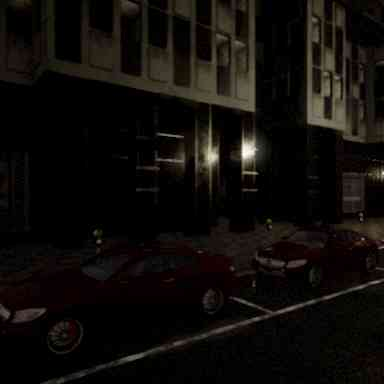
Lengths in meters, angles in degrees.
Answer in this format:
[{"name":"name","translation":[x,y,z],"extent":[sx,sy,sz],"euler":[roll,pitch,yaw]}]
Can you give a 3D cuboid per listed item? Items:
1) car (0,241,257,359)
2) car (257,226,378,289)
[{"name":"car","translation":[-1.026,1.593,5.921],"extent":[4.206,1.307,1.802],"euler":[0,0,-36]},{"name":"car","translation":[3.533,1.617,9.176],"extent":[4.206,1.307,1.802],"euler":[0,0,-36]}]
